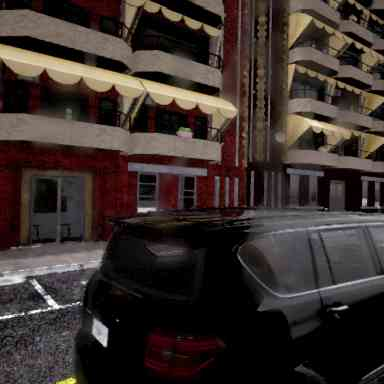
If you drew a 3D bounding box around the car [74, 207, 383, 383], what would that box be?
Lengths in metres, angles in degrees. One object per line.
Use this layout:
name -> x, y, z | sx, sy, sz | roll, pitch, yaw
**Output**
car -> 1.451, 1.221, 4.194 | 5.566, 2.045, 2.150 | 1, 0, -35
